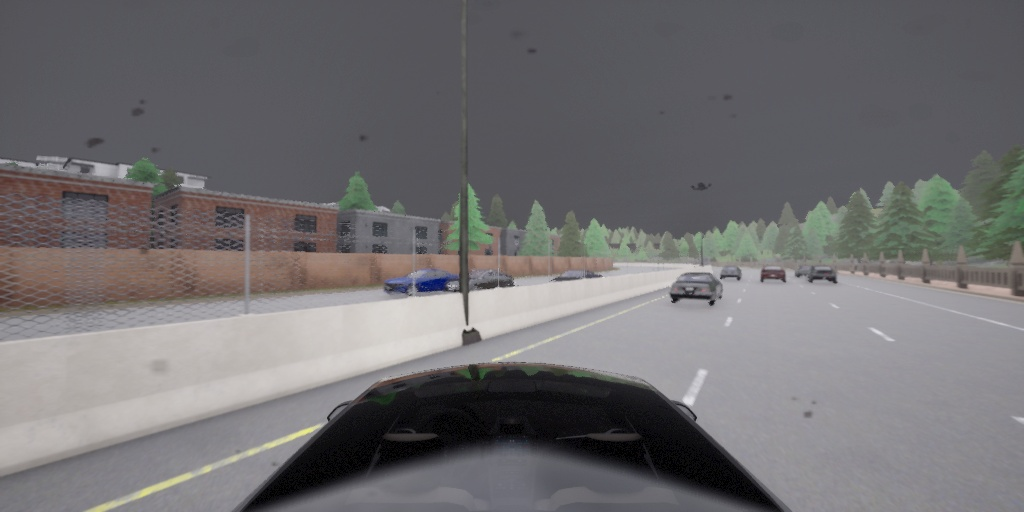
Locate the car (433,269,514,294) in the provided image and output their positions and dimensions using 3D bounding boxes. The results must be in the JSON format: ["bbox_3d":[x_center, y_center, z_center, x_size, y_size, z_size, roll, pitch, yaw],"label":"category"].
[{"bbox_3d":[-1.803,1.505,20.614,2.128,1.511,4.902,-1,-1,35],"label":"car"}]

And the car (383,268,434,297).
[{"bbox_3d":[-5.350,1.510,21.636,1.882,1.535,5.008,-1,-1,35],"label":"car"}]

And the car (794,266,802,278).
[{"bbox_3d":[34.311,1.822,41.848,1.994,1.385,4.181,-1,-1,34],"label":"car"}]

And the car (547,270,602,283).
[{"bbox_3d":[4.206,1.588,23.167,2.033,1.411,5.357,-1,-1,35],"label":"car"}]

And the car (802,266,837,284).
[{"bbox_3d":[27.673,1.640,32.200,1.837,1.490,4.892,-1,-1,35],"label":"car"}]

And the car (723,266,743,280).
[{"bbox_3d":[23.451,1.772,38.408,2.033,1.411,5.357,-1,-1,35],"label":"car"}]

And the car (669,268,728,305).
[{"bbox_3d":[9.112,1.504,17.597,2.033,1.411,5.357,-1,-1,35],"label":"car"}]

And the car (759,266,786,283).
[{"bbox_3d":[24.507,1.638,33.775,1.882,1.535,5.008,-1,-2,35],"label":"car"}]
